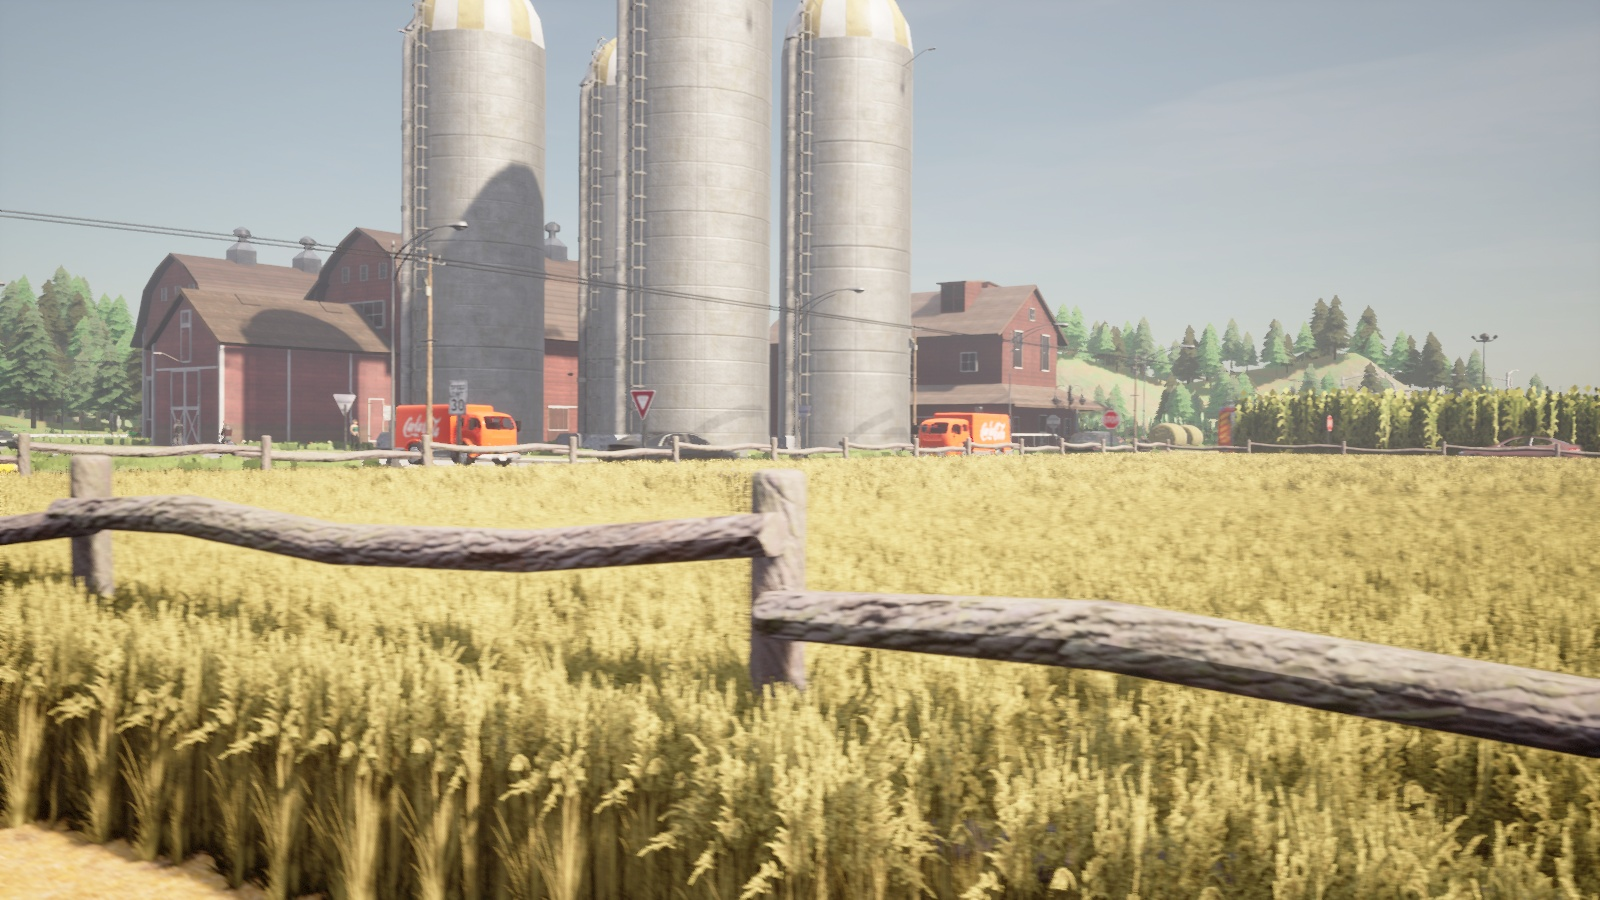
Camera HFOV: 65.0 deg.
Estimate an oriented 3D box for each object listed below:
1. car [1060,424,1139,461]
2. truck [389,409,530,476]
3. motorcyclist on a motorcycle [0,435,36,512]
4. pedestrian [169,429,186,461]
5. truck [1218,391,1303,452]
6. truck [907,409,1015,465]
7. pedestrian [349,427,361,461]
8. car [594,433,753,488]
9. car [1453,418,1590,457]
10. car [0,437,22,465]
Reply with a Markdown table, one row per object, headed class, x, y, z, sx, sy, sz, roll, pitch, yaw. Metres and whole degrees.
| class | x | y | z | sx | sy | sz | roll | pitch | yaw |
| --- | --- | --- | --- | --- | --- | --- | --- | --- | --- |
| car | 14.789 | -0.387 | 61.852 | 2.097 | 1.767 | 4.553 | 0 | 1 | 37 |
| truck | -13.397 | -0.306 | 49.323 | 5.204 | 2.467 | 2.627 | 0 | 1 | 36 |
| motorcyclist on a motorcycle | -16.860 | 0.486 | 25.752 | 0.866 | 1.590 | 1.817 | 0 | 1 | 37 |
| pedestrian | -37.638 | -0.308 | 75.928 | 0.849 | 1.883 | 0.563 | 0 | 1 | 38 |
| truck | 30.310 | -1.830 | 82.394 | 2.891 | 3.827 | 8.468 | 0 | 1 | 37 |
| truck | 7.493 | -0.613 | 57.949 | 2.627 | 2.467 | 5.204 | 0 | 1 | 38 |
| pedestrian | -23.974 | -0.320 | 67.664 | 0.594 | 1.836 | 0.345 | 0 | 1 | 39 |
| car | -3.681 | 0.260 | 37.406 | 1.837 | 1.490 | 4.892 | 0 | 1 | 37 |
| car | 31.935 | -0.539 | 55.637 | 5.027 | 1.651 | 2.152 | 0 | 1 | 37 |
| car | -48.300 | 0.045 | 74.898 | 3.988 | 1.617 | 1.851 | 0 | 1 | 36 |
